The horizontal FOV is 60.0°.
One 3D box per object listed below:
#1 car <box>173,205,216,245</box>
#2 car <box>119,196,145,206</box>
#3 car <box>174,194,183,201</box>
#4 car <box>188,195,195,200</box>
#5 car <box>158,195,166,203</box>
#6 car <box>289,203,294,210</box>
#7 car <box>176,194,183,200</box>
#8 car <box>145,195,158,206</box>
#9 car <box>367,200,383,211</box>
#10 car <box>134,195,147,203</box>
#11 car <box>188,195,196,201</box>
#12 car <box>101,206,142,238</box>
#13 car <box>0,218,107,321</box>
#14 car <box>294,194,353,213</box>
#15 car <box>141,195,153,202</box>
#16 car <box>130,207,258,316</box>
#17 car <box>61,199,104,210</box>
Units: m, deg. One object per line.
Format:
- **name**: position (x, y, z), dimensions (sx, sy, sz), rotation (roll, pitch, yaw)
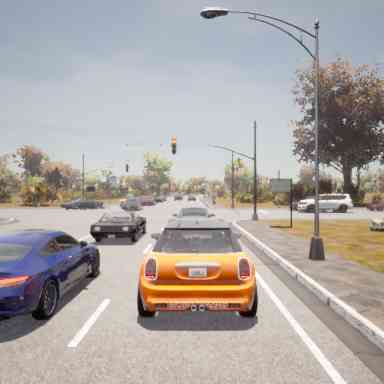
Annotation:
- **car**: position (0.091, 1.505, 16.605), dimensions (1.837, 1.490, 4.892), rotation (0, 0, 0)
- **car**: position (-7.121, 1.505, 39.623), dimensions (1.837, 1.490, 4.892), rotation (0, 0, 0)
- **car**: position (-3.540, 1.492, 84.617), dimensions (1.837, 1.490, 4.892), rotation (0, 0, 0)
- **car**: position (-0.007, 1.595, 94.785), dimensions (1.895, 1.301, 4.718), rotation (0, 0, 1)
- **car**: position (-7.039, 1.601, 68.827), dimensions (1.895, 1.301, 4.718), rotation (0, 0, 0)
- **car**: position (14.064, 1.505, 39.639), dimensions (4.892, 1.490, 1.837), rotation (0, 0, 3)
- **car**: position (-3.505, 1.374, 95.025), dimensions (1.812, 1.442, 4.674), rotation (0, 0, 1)
- **car**: position (-7.116, 1.477, 54.204), dimensions (1.882, 1.535, 5.008), rotation (0, 0, 0)
- **car**: position (22.954, 1.556, 39.160), dimensions (4.181, 1.385, 1.994), rotation (0, 0, 3)
- **car**: position (-10.541, 1.477, 68.321), dimensions (1.882, 1.535, 5.008), rotation (0, 0, 0)
- **car**: position (-0.041, 1.552, 84.748), dimensions (1.994, 1.385, 4.181), rotation (0, 0, 0)
- **car**: position (-3.409, 1.601, 16.338), dimensions (1.895, 1.301, 4.718), rotation (0, 0, 0)
- **car**: position (-3.404, 1.526, 7.180), dimensions (1.812, 1.442, 4.674), rotation (0, 0, 0)
- **car**: position (14.447, 1.221, 36.110), dimensions (5.566, 2.045, 2.150), rotation (0, 0, 3)
- **car**: position (-10.541, 1.525, 78.607), dimensions (2.128, 1.511, 4.902), rotation (0, 0, 0)
- **car**: position (0.096, 1.352, 7.647), dimensions (2.097, 1.767, 4.553), rotation (0, 0, 0)
- **car**: position (-13.997, 1.547, 42.821), dimensions (2.033, 1.411, 5.357), rotation (0, 0, 42)
